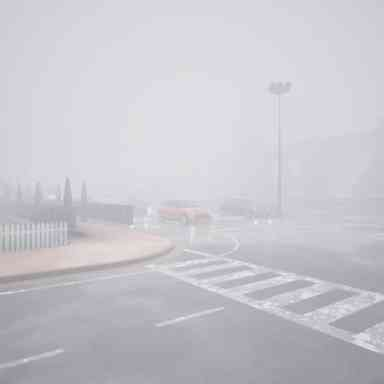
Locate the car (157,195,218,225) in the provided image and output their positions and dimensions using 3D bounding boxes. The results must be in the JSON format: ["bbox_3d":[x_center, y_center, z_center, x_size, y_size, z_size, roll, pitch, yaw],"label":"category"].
[{"bbox_3d":[-0.598,1.351,24.066,2.097,1.767,4.553,0,0,-37],"label":"car"}]

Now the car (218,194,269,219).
[{"bbox_3d":[4.511,1.346,28.917,2.097,1.767,4.553,0,0,-37],"label":"car"}]

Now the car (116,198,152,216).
[{"bbox_3d":[-6.031,1.566,31.220,1.895,1.301,4.718,0,1,-37],"label":"car"}]

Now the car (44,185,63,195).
[{"bbox_3d":[-21.833,-0.338,52.320,1.994,1.385,4.181,0,7,-36],"label":"car"}]

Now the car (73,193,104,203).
[{"bbox_3d":[-12.608,1.148,39.913,1.895,1.301,4.718,0,3,-37],"label":"car"}]

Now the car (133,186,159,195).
[{"bbox_3d":[-8.532,0.058,57.943,2.033,1.411,5.357,0,6,-37],"label":"car"}]

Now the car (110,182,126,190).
[{"bbox_3d":[-14.795,-1.300,66.277,1.882,1.535,5.008,0,7,-37],"label":"car"}]

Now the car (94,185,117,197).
[{"bbox_3d":[-14.532,-0.033,54.206,1.812,1.442,4.674,0,6,-36],"label":"car"}]

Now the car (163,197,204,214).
[{"bbox_3d":[-1.059,1.424,36.256,1.882,1.535,5.008,0,1,-37],"label":"car"}]

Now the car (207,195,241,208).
[{"bbox_3d":[4.409,1.275,46.740,1.882,1.535,5.008,0,2,-37],"label":"car"}]

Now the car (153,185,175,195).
[{"bbox_3d":[-6.076,-0.333,60.511,2.150,2.045,5.566,0,7,-37],"label":"car"}]

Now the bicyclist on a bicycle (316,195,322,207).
[{"bbox_3d":[18.084,1.291,47.388,1.656,1.620,0.582,0,0,-37],"label":"bicyclist on a bicycle"}]

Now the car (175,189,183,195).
[{"bbox_3d":[-3.762,-0.048,63.268,1.895,1.301,4.718,0,7,-37],"label":"car"}]

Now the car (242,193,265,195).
[{"bbox_3d":[8.139,1.083,47.613,2.150,2.045,5.566,0,2,-37],"label":"car"}]

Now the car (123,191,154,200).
[{"bbox_3d":[-7.472,1.047,44.731,2.033,1.411,5.357,0,4,-37],"label":"car"}]
